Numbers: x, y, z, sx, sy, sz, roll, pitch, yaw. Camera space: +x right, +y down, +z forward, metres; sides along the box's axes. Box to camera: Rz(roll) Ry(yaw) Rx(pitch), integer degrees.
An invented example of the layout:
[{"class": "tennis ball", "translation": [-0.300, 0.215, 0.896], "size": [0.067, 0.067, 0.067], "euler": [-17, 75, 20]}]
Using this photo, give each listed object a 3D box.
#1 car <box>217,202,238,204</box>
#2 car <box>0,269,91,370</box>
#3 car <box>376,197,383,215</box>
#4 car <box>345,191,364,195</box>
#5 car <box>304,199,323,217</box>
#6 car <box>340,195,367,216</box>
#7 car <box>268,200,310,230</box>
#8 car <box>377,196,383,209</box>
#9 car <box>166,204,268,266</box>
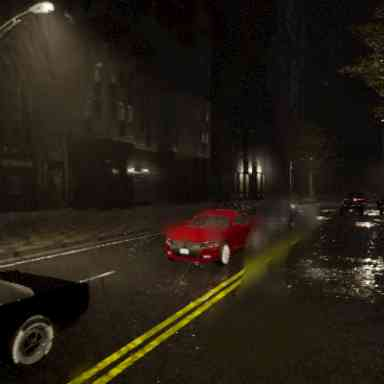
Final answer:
[{"class": "car", "translation": [2.046, 1.432, 20.499], "size": [1.837, 1.490, 4.892], "euler": [0, 0, 28]}, {"class": "car", "translation": [-3.397, 1.565, 3.396], "size": [1.895, 1.301, 4.718], "euler": [0, 0, 28]}, {"class": "car", "translation": [18.938, 1.212, 31.553], "size": [2.097, 1.767, 4.553], "euler": [0, 0, 28]}, {"class": "car", "translation": [20.836, 1.022, 42.150], "size": [2.150, 2.045, 5.566], "euler": [0, 0, 28]}, {"class": "car", "translation": [10.271, 1.370, 29.249], "size": [1.812, 1.442, 4.674], "euler": [0, 0, 28]}, {"class": "car", "translation": [14.685, 1.344, 30.436], "size": [2.128, 1.511, 4.902], "euler": [0, 1, 28]}, {"class": "car", "translation": [5.585, 1.432, 20.446], "size": [2.033, 1.411, 5.357], "euler": [0, 0, 28]}, {"class": "car", "translation": [24.204, 1.293, 41.564], "size": [1.882, 1.535, 5.008], "euler": [0, 1, 28]}, {"class": "car", "translation": [0.947, 1.403, 11.647], "size": [1.882, 1.535, 5.008], "euler": [0, 0, 28]}]
